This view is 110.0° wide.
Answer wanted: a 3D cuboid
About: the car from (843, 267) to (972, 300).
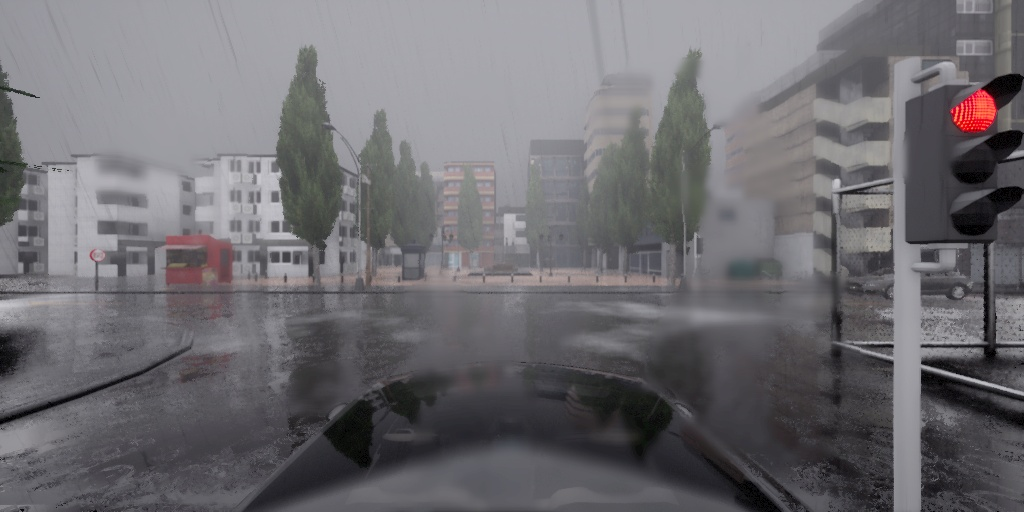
[{"bbox_3d":[18.434,1.233,16.849,4.892,1.490,1.837,0,0,0],"label":"car"}]
